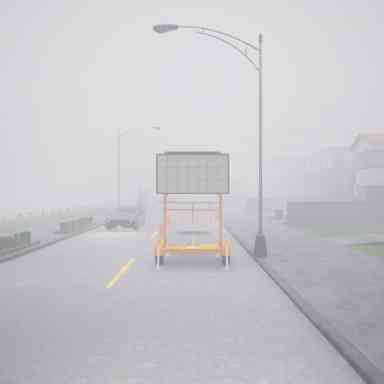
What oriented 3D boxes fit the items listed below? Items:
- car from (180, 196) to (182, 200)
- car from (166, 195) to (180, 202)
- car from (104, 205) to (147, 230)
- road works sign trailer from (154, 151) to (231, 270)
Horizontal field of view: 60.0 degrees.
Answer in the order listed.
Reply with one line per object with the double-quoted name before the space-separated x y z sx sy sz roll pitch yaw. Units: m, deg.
"car" -3.807 1.555 91.038 2.033 1.411 5.357 0 0 0
"car" -3.916 1.563 63.586 1.994 1.385 4.181 0 0 1
"car" -4.057 1.547 21.171 2.033 1.411 5.357 0 0 0
"road works sign trailer" 0.022 0.464 11.029 2.380 3.560 2.880 0 0 0
